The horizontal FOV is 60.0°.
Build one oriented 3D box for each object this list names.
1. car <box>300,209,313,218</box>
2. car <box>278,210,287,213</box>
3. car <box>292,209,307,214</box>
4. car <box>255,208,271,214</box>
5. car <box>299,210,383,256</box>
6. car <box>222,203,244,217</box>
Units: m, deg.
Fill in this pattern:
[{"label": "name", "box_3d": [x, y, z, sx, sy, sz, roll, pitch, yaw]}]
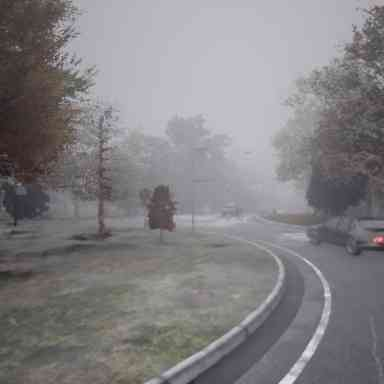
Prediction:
[{"label": "car", "box_3d": [28.478, 5.321, 82.808, 2.150, 2.045, 5.566, -1, -6, 30]}, {"label": "car", "box_3d": [20.518, 4.900, 75.507, 1.812, 1.442, 4.674, -1, -6, 28]}, {"label": "car", "box_3d": [23.467, 4.833, 73.603, 2.033, 1.411, 5.357, -1, -6, 28]}, {"label": "car", "box_3d": [13.274, 3.628, 62.172, 1.895, 1.301, 4.718, -1, -6, 29]}, {"label": "car", "box_3d": [6.675, 1.668, 13.776, 2.033, 1.411, 5.357, -1, -1, -6]}, {"label": "car", "box_3d": [4.667, 2.006, 37.430, 2.128, 1.511, 4.902, -1, -2, 19]}]
